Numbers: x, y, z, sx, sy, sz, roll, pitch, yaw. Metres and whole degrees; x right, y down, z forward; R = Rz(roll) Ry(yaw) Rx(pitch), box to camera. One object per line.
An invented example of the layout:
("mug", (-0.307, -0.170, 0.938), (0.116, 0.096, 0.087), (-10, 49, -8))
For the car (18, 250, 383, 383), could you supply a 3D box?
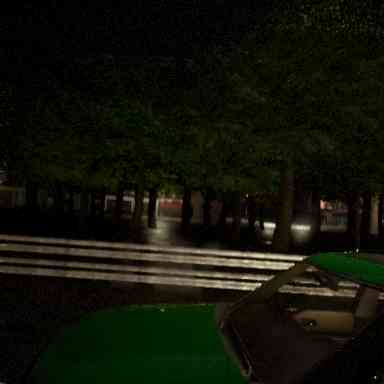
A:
("car", (1.568, 1.475, 2.360), (5.566, 2.045, 2.150), (5, -5, 0))
